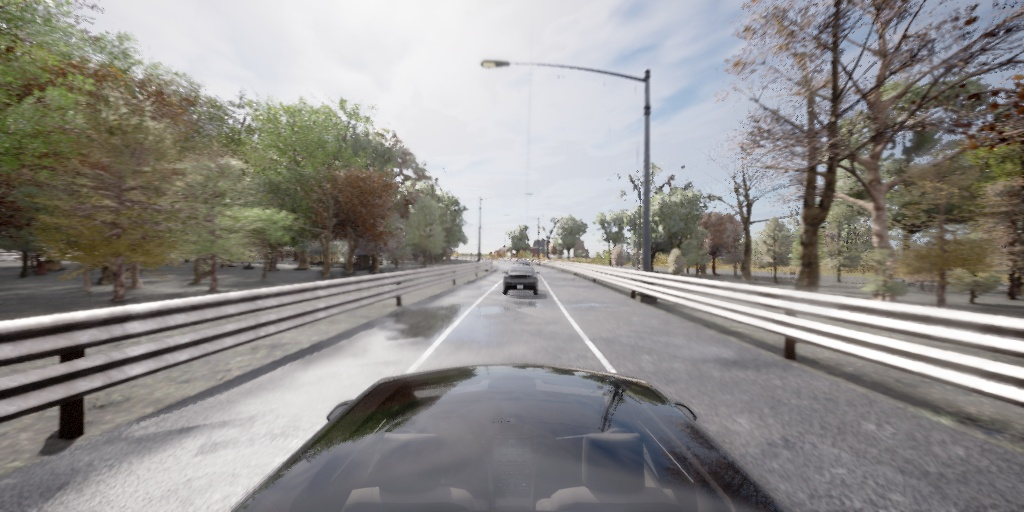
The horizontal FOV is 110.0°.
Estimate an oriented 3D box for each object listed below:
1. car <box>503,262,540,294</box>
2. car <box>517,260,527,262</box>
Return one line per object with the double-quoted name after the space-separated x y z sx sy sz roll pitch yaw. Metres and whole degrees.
0.526 1.286 20.357 1.837 1.490 4.892 0 0 3 "car"
1.374 1.320 49.049 1.837 1.490 4.892 1 0 -1 "car"
